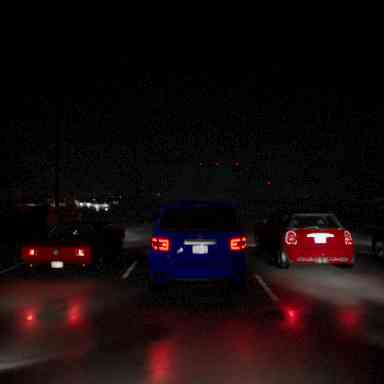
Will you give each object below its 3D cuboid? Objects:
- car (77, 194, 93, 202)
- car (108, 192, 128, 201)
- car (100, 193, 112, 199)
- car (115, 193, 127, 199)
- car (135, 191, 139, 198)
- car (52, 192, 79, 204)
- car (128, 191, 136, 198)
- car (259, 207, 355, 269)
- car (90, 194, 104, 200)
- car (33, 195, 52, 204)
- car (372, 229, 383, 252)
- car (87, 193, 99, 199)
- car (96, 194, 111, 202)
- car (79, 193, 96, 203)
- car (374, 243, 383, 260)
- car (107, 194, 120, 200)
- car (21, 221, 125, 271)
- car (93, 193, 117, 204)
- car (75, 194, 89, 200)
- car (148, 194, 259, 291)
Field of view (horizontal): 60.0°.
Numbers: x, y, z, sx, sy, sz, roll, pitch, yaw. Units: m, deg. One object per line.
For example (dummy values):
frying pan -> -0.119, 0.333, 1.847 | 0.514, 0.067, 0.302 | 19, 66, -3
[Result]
car -> -21.624, 1.169, 67.212 | 1.812, 1.442, 4.674 | 0, 0, -1
car -> -14.635, 1.005, 65.938 | 2.097, 1.767, 4.553 | 0, 0, 0
car -> -21.876, 1.084, 84.801 | 1.994, 1.385, 4.181 | 0, 0, -1
car -> -18.514, 1.057, 86.878 | 2.033, 1.411, 5.357 | 0, 0, -3
car -> -14.883, 0.753, 85.367 | 2.150, 2.045, 5.566 | 0, 0, -3
car -> -21.588, 1.190, 56.878 | 1.882, 1.535, 5.008 | 0, 0, 0
car -> -14.708, 1.132, 75.342 | 2.033, 1.411, 5.357 | 0, 0, -1
car -> 3.519, 1.329, 11.257 | 2.097, 1.767, 4.553 | 0, 0, 0
car -> -21.716, 1.112, 76.099 | 1.812, 1.442, 4.674 | 0, 0, -1
car -> -25.080, 1.221, 56.319 | 1.837, 1.490, 4.892 | 0, 0, 0
car -> 7.030, 1.473, 9.356 | 2.128, 1.511, 4.902 | 0, 0, 0
car -> -25.415, 1.027, 85.476 | 1.837, 1.490, 4.892 | 0, 0, -3
car -> -18.136, 1.137, 68.432 | 1.837, 1.490, 4.892 | 0, 0, -1
car -> -18.101, 1.267, 58.298 | 1.994, 1.385, 4.181 | 0, 0, 0
car -> 3.597, 1.489, 2.113 | 2.128, 1.511, 4.902 | 0, 0, 0
car -> -18.232, 1.173, 77.542 | 1.895, 1.301, 4.718 | 0, 0, -1
car -> -3.476, 1.580, 10.801 | 1.895, 1.301, 4.718 | 0, 0, 0
car -> -14.593, 1.318, 56.064 | 1.895, 1.301, 4.718 | 0, 0, 0
car -> -25.220, 1.181, 76.392 | 1.895, 1.301, 4.718 | 0, 0, -1
car -> 0.054, 1.204, 9.159 | 2.150, 2.045, 5.566 | 0, 0, -2
